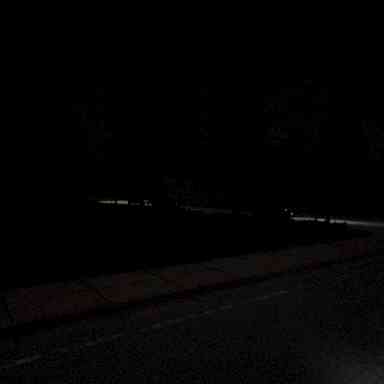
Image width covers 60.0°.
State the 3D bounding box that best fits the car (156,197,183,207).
[{"bbox_3d":[-3.619,1.513,53.268,2.128,1.511,4.902,0,0,-34],"label":"car"}]

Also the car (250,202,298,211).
[{"bbox_3d":[7.403,1.607,30.499,1.895,1.301,4.718,0,0,-33],"label":"car"}]

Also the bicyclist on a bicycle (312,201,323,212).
[{"bbox_3d":[13.201,1.403,35.020,1.656,1.620,0.582,22,-28,-26],"label":"bicyclist on a bicycle"}]

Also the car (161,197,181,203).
[{"bbox_3d":[-3.900,1.492,47.245,1.882,1.535,5.008,0,0,-34],"label":"car"}]
